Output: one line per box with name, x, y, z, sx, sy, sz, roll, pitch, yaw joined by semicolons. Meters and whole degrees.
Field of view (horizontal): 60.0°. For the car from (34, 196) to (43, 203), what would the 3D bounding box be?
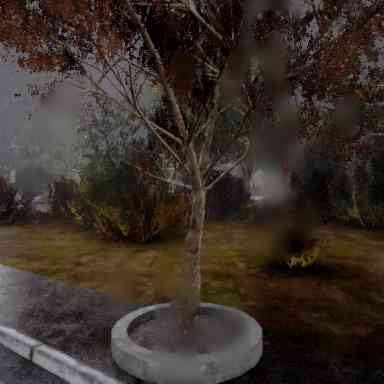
car;-20.962;1.216;46.694;2.033;1.411;5.357;1;0;32
